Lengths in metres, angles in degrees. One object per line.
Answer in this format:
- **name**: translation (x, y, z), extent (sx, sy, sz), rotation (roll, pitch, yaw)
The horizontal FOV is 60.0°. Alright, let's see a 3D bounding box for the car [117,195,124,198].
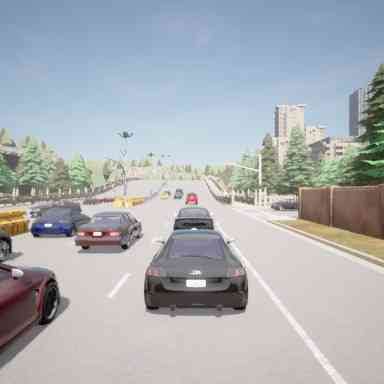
- **car**: translation (-17.614, 1.477, 78.992), extent (1.895, 1.301, 4.718), rotation (0, 1, 0)

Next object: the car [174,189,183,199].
- **car**: translation (-3.663, 0.903, 86.963), extent (2.097, 1.767, 4.553), rotation (0, 3, 0)

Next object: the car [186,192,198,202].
- **car**: translation (0.018, 1.223, 62.165), extent (2.150, 2.045, 5.566), rotation (0, 0, 1)

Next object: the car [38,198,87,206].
- **car**: translation (-12.253, 1.491, 29.661), extent (2.128, 1.511, 4.902), rotation (0, 0, 33)

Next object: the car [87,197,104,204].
- **car**: translation (-17.598, 1.564, 58.680), extent (1.994, 1.385, 4.181), rotation (0, 0, 0)

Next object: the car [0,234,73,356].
- **car**: translation (-3.404, 1.564, 4.469), extent (1.994, 1.385, 4.181), rotation (0, 0, 0)

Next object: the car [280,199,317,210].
- **car**: translation (13.633, 1.564, 42.677), extent (4.181, 1.385, 1.994), rotation (0, 0, 0)

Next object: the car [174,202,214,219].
- **car**: translation (0.090, 1.478, 16.803), extent (1.882, 1.535, 5.008), rotation (0, 0, 0)

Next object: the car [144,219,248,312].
- **car**: translation (0.091, 1.564, 7.813), extent (1.994, 1.385, 4.181), rotation (0, 0, 1)

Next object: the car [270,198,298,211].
- **car**: translation (11.704, 1.491, 39.126), extent (4.902, 1.511, 2.128), rotation (0, 0, -1)

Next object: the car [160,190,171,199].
- **car**: translation (-7.164, 1.024, 86.978), extent (1.882, 1.535, 5.008), rotation (0, 3, 0)

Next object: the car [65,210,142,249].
- **car**: translation (-3.403, 1.547, 14.446), extent (2.033, 1.411, 5.357), rotation (0, 0, 0)

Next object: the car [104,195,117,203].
- **car**: translation (-17.554, 1.594, 68.750), extent (1.895, 1.301, 4.718), rotation (0, 0, 0)

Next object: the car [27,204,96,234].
- **car**: translation (-6.912, 1.564, 18.007), extent (1.994, 1.385, 4.181), rotation (0, 0, 0)

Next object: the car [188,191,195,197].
- **car**: translation (-0.208, 0.579, 94.063), extent (1.994, 1.385, 4.181), rotation (0, 6, 0)

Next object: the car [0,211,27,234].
- **car**: translation (-6.904, 1.491, 9.166), extent (2.128, 1.511, 4.902), rotation (0, 0, 0)
